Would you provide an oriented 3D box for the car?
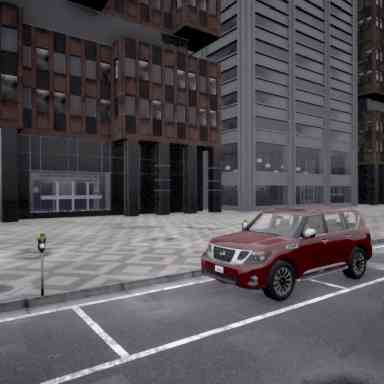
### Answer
[{"bbox_3d":[2.625,1.315,8.507,5.009,1.841,2.192,0,0,-35],"label":"car"}]
